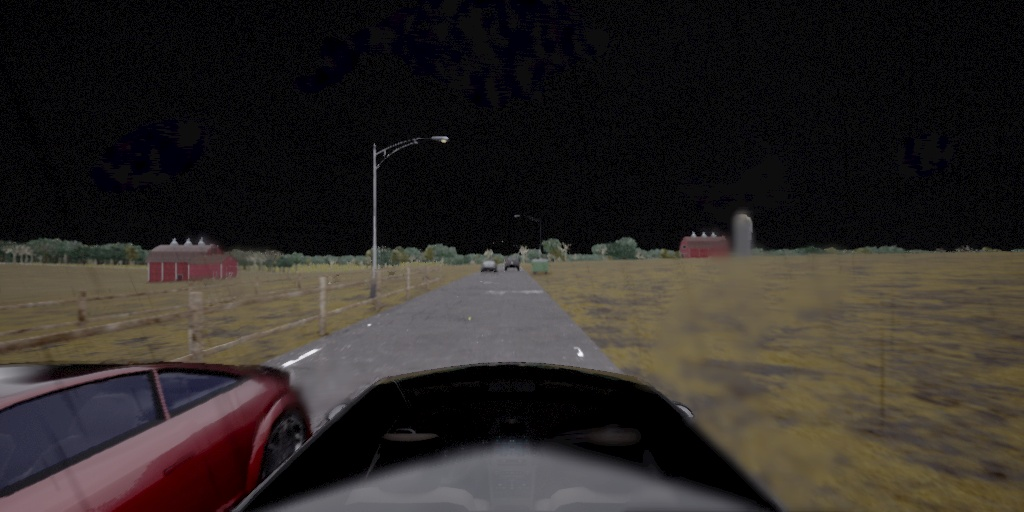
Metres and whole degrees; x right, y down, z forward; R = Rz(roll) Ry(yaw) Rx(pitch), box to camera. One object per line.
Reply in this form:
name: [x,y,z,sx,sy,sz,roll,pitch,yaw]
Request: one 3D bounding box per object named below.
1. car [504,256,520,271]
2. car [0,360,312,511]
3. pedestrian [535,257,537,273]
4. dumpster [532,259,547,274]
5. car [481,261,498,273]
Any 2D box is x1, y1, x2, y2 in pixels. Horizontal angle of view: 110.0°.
car: [0.033,1.083,52.875,2.150,2.045,5.566,0,0,0]
car: [-2.851,1.314,1.630,1.994,1.385,4.181,0,0,0]
pedestrian: [2.840,1.056,42.001,0.375,1.860,0.375,0,0,-10]
dumpster: [3.139,1.201,40.994,1.020,1.700,1.940,0,0,0]
car: [-2.817,1.301,44.669,1.882,1.535,5.008,0,0,0]
